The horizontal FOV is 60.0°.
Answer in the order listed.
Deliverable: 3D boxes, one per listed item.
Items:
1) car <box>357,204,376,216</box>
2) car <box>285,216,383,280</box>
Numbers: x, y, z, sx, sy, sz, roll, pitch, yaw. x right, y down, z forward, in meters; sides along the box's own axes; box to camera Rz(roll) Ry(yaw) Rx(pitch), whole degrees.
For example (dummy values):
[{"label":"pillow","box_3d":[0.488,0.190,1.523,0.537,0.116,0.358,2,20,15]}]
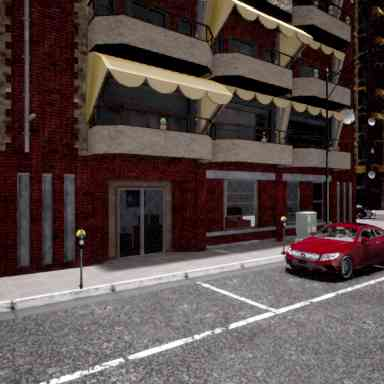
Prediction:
[{"label":"car","box_3d":[15.537,1.806,32.935,2.128,1.511,4.902,0,-1,-36]},{"label":"car","box_3d":[4.594,1.582,9.888,4.206,1.307,1.802,0,0,-35]}]
